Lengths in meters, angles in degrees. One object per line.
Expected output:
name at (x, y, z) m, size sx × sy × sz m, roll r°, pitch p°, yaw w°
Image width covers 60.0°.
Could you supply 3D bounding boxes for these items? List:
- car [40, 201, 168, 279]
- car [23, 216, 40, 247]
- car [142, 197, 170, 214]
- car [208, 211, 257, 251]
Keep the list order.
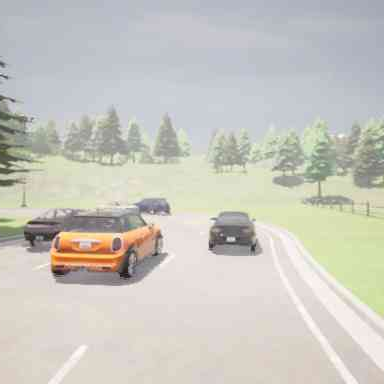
car at (-2.338, 1.338, 10.299) m, size 2.097 × 1.767 × 4.553 m, roll 0°, pitch 0°, yaw 8°
car at (-5.222, 1.463, 14.564) m, size 2.128 × 1.511 × 4.902 m, roll 0°, pitch 0°, yaw 9°
car at (-4.312, 1.322, 33.865) m, size 4.553 × 1.767 × 2.097 m, roll 0°, pitch 0°, yaw 44°
car at (1.753, 1.530, 14.165) m, size 1.812 × 1.442 × 4.674 m, roll 0°, pitch 0°, yaw 9°
